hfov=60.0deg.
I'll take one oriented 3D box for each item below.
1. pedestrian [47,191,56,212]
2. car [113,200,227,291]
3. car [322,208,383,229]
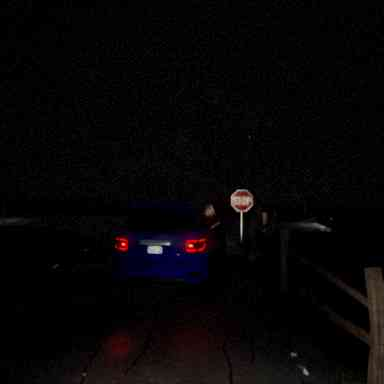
[{"bbox_3d":[-12.001,0.803,28.309,0.375,1.860,0.375,0,1,0],"label":"pedestrian"},{"bbox_3d":[-0.294,1.227,9.237,2.150,2.045,5.566,0,0,9],"label":"car"},{"bbox_3d":[12.818,1.931,25.152,5.357,1.411,2.033,2,3,0],"label":"car"}]
